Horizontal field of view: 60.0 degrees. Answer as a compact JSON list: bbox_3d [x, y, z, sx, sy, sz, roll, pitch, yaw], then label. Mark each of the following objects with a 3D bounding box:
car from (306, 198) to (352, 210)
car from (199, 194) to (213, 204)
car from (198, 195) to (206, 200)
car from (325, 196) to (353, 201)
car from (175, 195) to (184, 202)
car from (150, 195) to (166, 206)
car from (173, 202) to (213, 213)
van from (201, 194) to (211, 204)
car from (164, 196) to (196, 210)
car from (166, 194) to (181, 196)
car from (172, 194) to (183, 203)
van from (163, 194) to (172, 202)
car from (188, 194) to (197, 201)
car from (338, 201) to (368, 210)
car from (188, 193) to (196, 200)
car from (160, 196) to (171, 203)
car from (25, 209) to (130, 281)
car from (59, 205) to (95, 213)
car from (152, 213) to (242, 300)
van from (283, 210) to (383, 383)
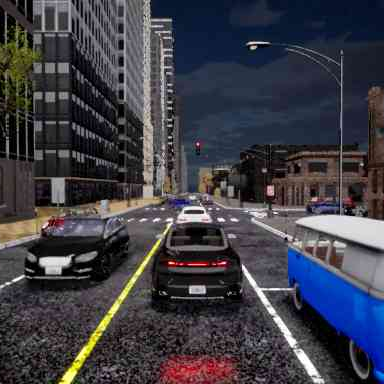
[{"bbox_3d":[14.850,1.684,36.849,4.181,1.385,1.994,1,1,1],"label":"car"},{"bbox_3d":[2.732,1.425,59.712,1.967,1.590,4.097,-1,0,0],"label":"car"},{"bbox_3d":[2.765,1.531,93.576,2.008,1.369,4.403,-1,0,0],"label":"car"},{"bbox_3d":[16.563,1.411,39.410,5.009,1.841,2.192,1,0,1],"label":"car"},{"bbox_3d":[-2.926,1.534,80.006,1.994,1.385,4.181,0,0,0],"label":"car"},{"bbox_3d":[-5.790,1.512,53.960,1.752,1.417,4.829,-1,0,0],"label":"car"},{"bbox_3d":[0.111,1.520,18.739,1.812,1.442,4.674,0,0,0],"label":"car"},{"bbox_3d":[2.736,1.325,65.356,1.690,1.788,3.998,-1,0,0],"label":"van"},{"bbox_3d":[-1.553,1.514,40.714,1.812,1.442,4.674,0,0,-20],"label":"car"},{"bbox_3d":[-3.035,1.550,55.724,1.994,1.385,4.181,0,0,0],"label":"car"},{"bbox_3d":[-2.937,1.334,69.343,2.097,1.767,4.553,0,0,0],"label":"car"},{"bbox_3d":[-5.601,1.323,76.707,1.690,1.788,3.998,-1,0,0],"label":"van"},{"bbox_3d":[0.075,1.504,81.023,1.812,1.442,4.674,0,0,0],"label":"car"},{"bbox_3d":[16.446,1.793,31.034,4.313,1.339,1.947,1,0,1],"label":"car"},{"bbox_3d":[0.084,1.257,91.027,2.097,1.767,4.553,0,0,0],"label":"car"},{"bbox_3d":[-5.603,1.549,71.063,1.947,1.339,4.313,-1,0,0],"label":"car"},{"bbox_3d":[-3.092,1.489,9.879,2.128,1.511,4.902,0,0,0],"label":"car"},{"bbox_3d":[-5.689,1.435,16.183,1.967,1.590,4.097,-1,0,0],"label":"car"},{"bbox_3d":[0.105,1.502,8.382,1.837,1.490,4.892,0,0,0],"label":"car"},{"bbox_3d":[2.680,1.340,5.091,1.690,1.788,3.998,-1,0,0],"label":"van"}]
